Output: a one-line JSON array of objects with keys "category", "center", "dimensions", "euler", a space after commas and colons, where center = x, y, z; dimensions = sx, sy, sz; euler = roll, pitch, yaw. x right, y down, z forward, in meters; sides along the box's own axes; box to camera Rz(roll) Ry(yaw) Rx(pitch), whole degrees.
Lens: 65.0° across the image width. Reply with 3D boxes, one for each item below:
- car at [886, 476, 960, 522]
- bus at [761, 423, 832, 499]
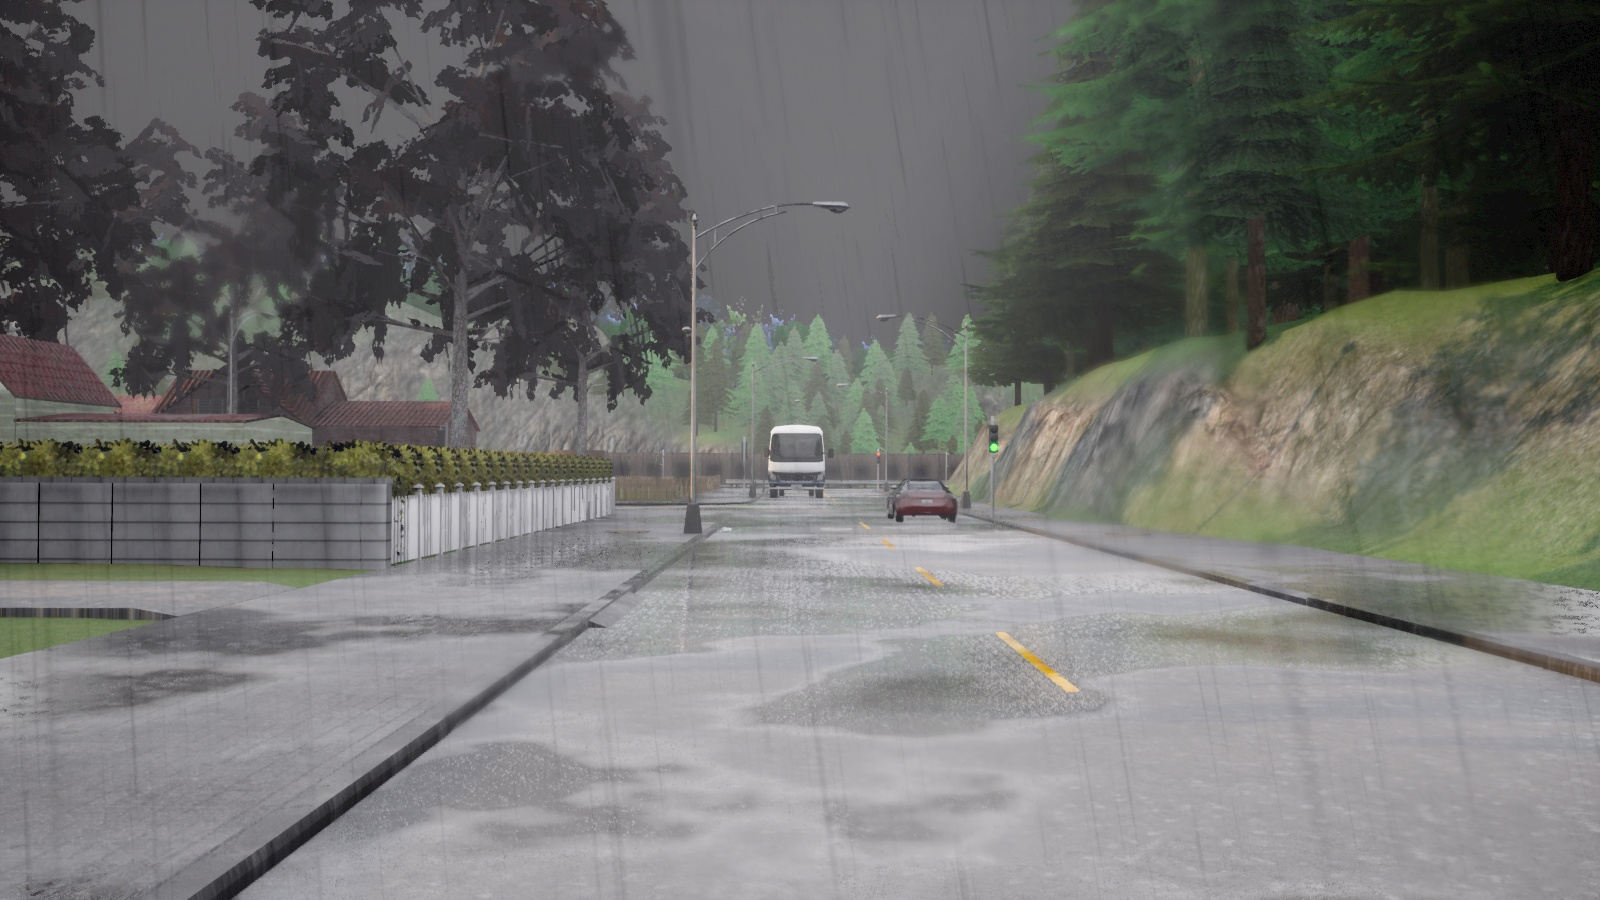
[{"category": "car", "center": [3.899, 1.540, 40.458], "dimensions": [1.994, 1.385, 4.181], "euler": [0, -1, 0]}, {"category": "bus", "center": [-0.192, 0.698, 75.175], "dimensions": [3.944, 4.253, 10.273], "euler": [0, -1, 0]}]
